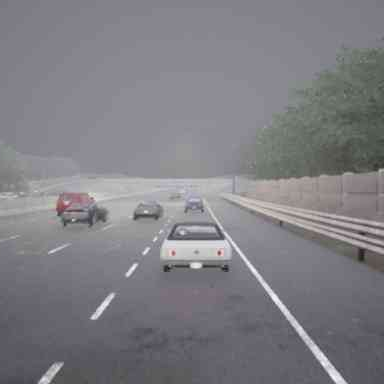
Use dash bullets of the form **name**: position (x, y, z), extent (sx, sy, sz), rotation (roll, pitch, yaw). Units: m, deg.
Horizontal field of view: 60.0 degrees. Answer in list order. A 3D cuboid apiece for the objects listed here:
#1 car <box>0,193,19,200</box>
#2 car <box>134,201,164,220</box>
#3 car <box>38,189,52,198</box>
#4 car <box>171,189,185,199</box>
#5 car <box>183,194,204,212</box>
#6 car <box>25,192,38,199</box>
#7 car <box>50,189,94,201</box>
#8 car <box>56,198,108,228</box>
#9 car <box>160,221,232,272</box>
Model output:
- **car**: position (-31.174, 0.889, 55.776), extent (1.895, 1.301, 4.718), rotation (0, 1, 1)
- **car**: position (-3.413, 1.411, 26.639), extent (1.994, 1.385, 4.181), rotation (0, 1, 0)
- **car**: position (-20.767, 0.595, 50.870), extent (2.150, 2.045, 5.566), rotation (0, 1, 1)
- **car**: position (-3.056, 0.605, 63.679), extent (2.128, 1.511, 4.902), rotation (0, 1, 1)
- **car**: position (0.238, 1.243, 34.092), extent (1.812, 1.442, 4.674), rotation (0, 1, 0)
- **car**: position (-24.249, 0.858, 51.989), extent (1.837, 1.490, 4.892), rotation (0, 2, 1)
- **car**: position (-10.303, 1.014, 29.986), extent (2.150, 2.045, 5.566), rotation (0, 1, 0)
- **car**: position (-6.839, 1.399, 21.670), extent (2.128, 1.511, 4.902), rotation (0, 1, 0)
- **car**: position (0.118, 1.590, 10.776), extent (1.895, 1.301, 4.718), rotation (0, 0, 0)
